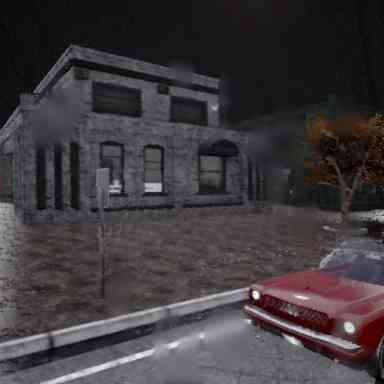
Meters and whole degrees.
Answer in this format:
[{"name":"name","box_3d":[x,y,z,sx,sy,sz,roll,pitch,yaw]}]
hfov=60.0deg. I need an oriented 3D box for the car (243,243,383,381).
[{"name":"car","box_3d":[3.111,1.626,5.592,4.718,1.301,1.895,0,0,-35]}]
